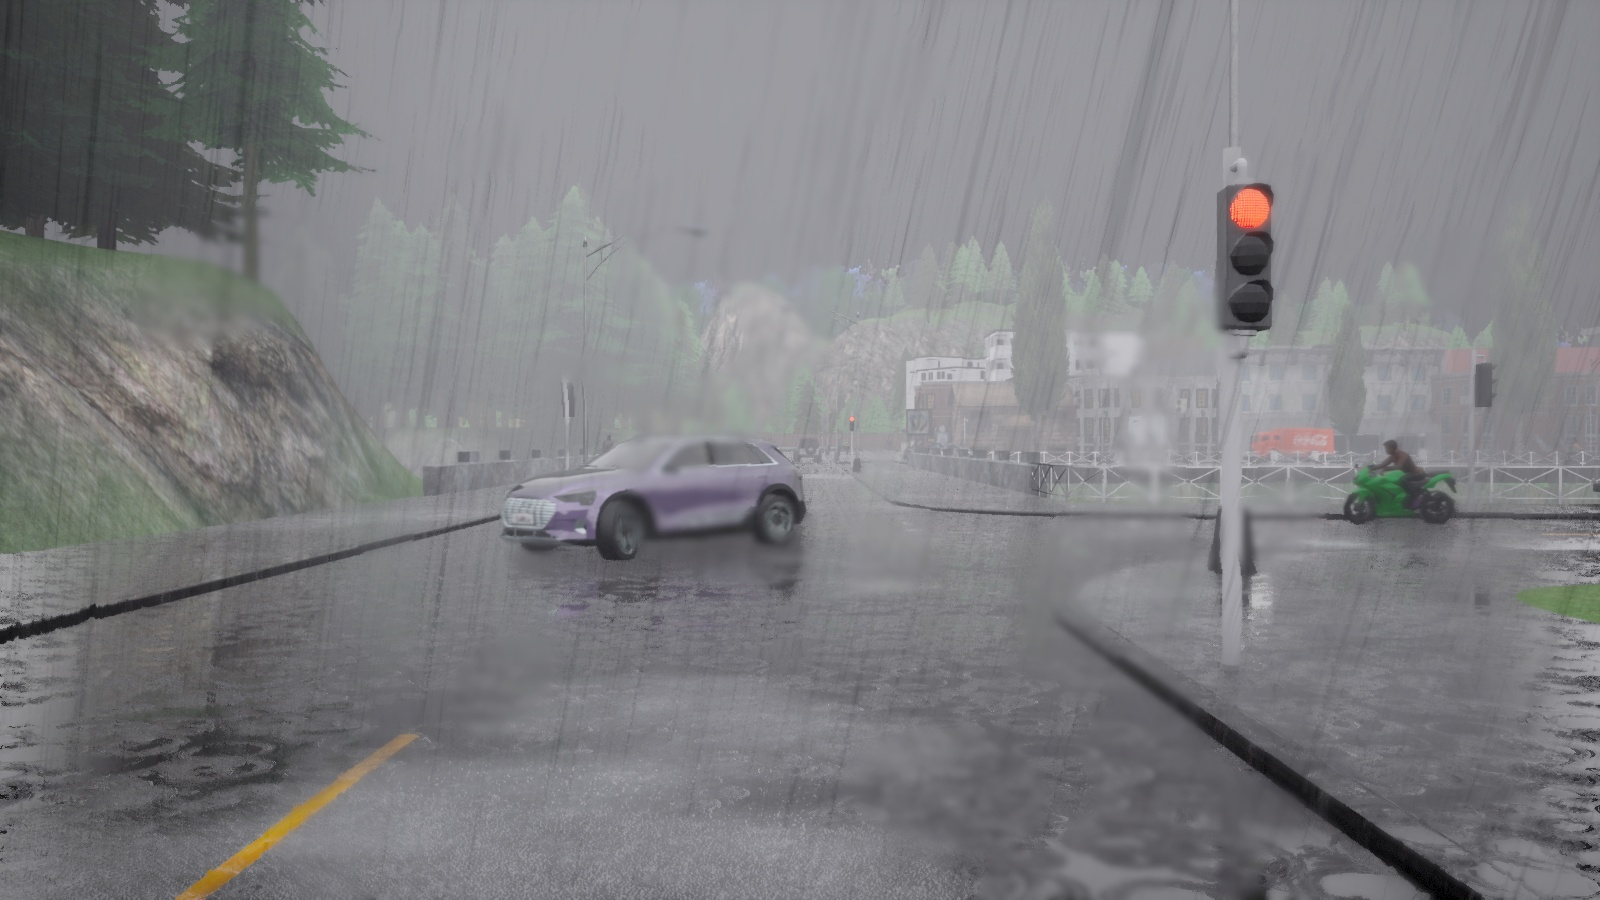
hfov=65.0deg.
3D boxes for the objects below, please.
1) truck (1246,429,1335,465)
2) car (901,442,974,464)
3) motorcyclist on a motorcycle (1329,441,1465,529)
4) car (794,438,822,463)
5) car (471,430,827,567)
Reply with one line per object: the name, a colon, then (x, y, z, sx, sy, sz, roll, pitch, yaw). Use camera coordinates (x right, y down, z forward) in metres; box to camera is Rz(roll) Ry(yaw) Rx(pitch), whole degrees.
truck: (34.285, -0.209, 87.909, 5.204, 2.467, 2.627, 0, 0, 0)
car: (9.600, 0.214, 88.039, 4.902, 1.511, 2.128, 0, 0, 0)
motorcyclist on a motorcycle: (10.625, 0.611, 22.388, 2.044, 1.523, 0.797, 0, 0, 0)
car: (0.579, -0.002, 96.488, 1.905, 1.878, 3.866, 0, 0, -4)
car: (-1.951, 0.576, 17.604, 2.033, 1.649, 4.856, 0, 0, 41)
